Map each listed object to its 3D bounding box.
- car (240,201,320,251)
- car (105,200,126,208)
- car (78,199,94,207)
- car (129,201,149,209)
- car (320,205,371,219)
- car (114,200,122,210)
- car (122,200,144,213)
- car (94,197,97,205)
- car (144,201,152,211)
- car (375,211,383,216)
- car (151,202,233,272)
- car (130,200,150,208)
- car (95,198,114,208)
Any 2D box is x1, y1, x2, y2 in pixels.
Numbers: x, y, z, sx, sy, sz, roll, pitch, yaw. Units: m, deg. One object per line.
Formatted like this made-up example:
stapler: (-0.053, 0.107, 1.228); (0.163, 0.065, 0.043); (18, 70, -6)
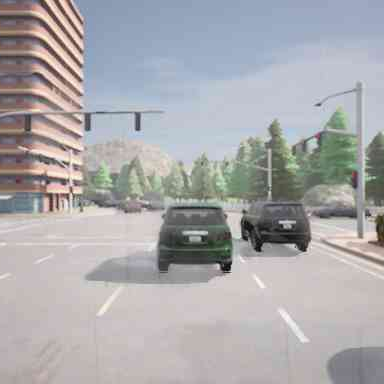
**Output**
car: (3.598, 1.403, 15.185); (2.150, 2.045, 5.566); (0, 0, 0)
car: (-15.257, 2.338, 66.160); (4.181, 1.385, 1.994); (-1, -1, 45)
car: (-22.975, 2.320, 67.873); (4.902, 1.511, 2.128); (0, -1, 34)
car: (-9.346, 2.283, 58.270); (1.895, 1.301, 4.718); (0, -1, -31)
car: (14.888, 1.994, 33.280); (5.357, 1.411, 2.033); (0, -1, 3)
car: (-10.619, 2.127, 53.112); (1.837, 1.490, 4.892); (0, -1, -26)
car: (-8.011, 1.876, 44.704); (2.097, 1.767, 4.553); (0, -1, -13)
car: (-23.217, 2.368, 72.113); (4.674, 1.442, 1.812); (0, -1, 31)
car: (-5.405, 2.128, 49.527); (2.033, 1.411, 5.357); (0, -1, -18)
car: (19.161, 2.006, 29.764); (4.718, 1.301, 1.895); (0, -1, 0)
car: (0.089, 1.356, 11.372); (2.150, 2.045, 5.566); (0, -1, 0)
car: (-10.397, 2.297, 65.881); (1.812, 1.442, 4.674); (1, -1, -40)
car: (-15.522, 2.315, 60.969); (1.895, 1.301, 4.718); (1, -1, -39)
